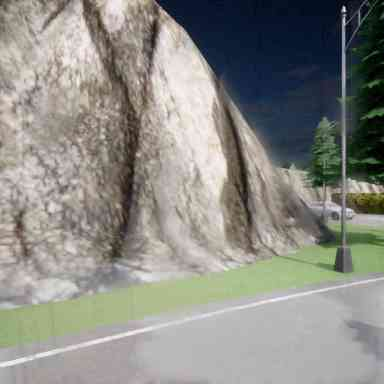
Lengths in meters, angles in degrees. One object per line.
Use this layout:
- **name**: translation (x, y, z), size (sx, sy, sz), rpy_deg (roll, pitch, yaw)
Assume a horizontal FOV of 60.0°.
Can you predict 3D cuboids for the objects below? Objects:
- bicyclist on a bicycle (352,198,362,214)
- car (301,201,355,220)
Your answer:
- **bicyclist on a bicycle**: translation (16.507, 1.453, 33.370), size (1.656, 1.620, 0.582), rpy_deg (0, 0, -28)
- **car**: translation (11.332, 1.526, 27.991), size (1.812, 1.442, 4.674), rpy_deg (0, 0, -28)
